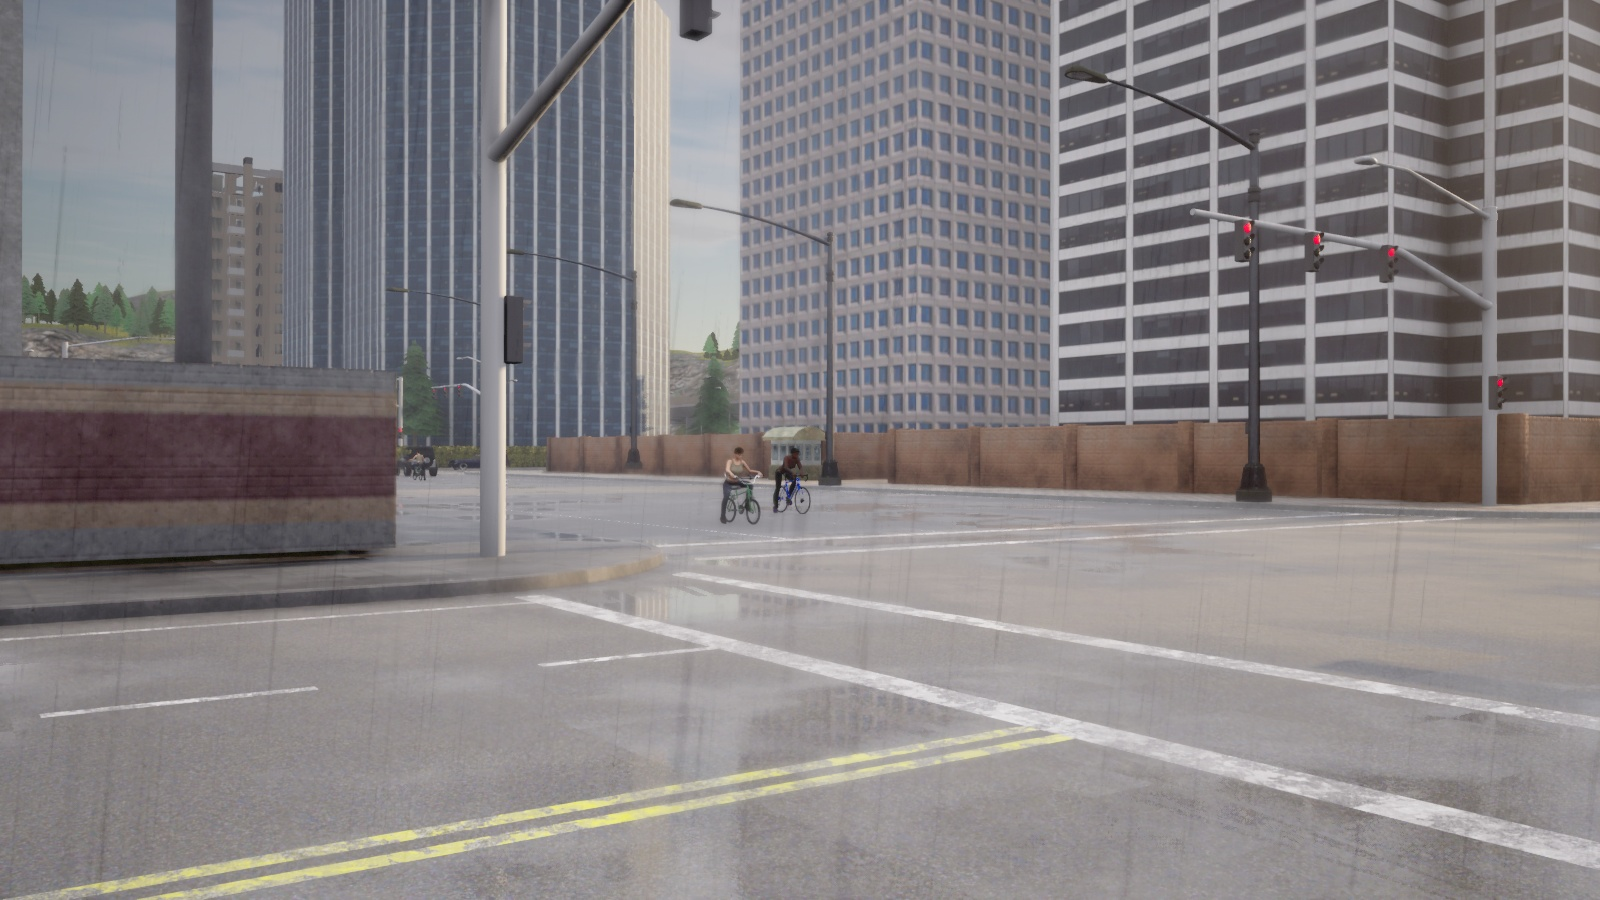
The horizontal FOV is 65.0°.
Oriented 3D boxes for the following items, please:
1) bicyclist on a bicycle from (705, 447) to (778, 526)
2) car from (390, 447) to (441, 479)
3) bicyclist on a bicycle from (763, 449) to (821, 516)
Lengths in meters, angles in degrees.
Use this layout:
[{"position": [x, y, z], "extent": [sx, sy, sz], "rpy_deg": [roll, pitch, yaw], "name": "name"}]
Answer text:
[{"position": [-1.235, 0.748, 26.392], "extent": [0.866, 1.612, 1.509], "rpy_deg": [0, 0, -34], "name": "bicyclist on a bicycle"}, {"position": [-23.771, 0.781, 77.625], "extent": [1.905, 1.878, 3.866], "rpy_deg": [0, 0, -35], "name": "car"}, {"position": [-0.208, 0.774, 31.064], "extent": [0.582, 1.620, 1.656], "rpy_deg": [0, 0, -35], "name": "bicyclist on a bicycle"}]
